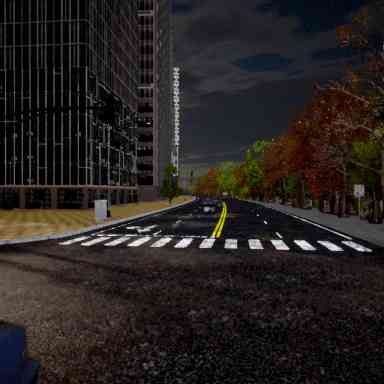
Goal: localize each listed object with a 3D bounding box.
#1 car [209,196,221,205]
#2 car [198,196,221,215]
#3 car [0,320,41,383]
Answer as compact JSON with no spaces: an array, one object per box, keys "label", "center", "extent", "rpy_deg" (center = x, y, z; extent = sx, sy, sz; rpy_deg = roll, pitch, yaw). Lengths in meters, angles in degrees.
[{"label":"car","center":[4.298,1.463,61.291],"extent":[2.128,1.511,4.902],"rpy_deg":[0,0,5]},{"label":"car","center":[1.685,1.504,34.630],"extent":[2.128,1.511,4.902],"rpy_deg":[0,0,6]},{"label":"car","center":[-2.693,1.561,0.916],"extent":[2.033,1.411,5.357],"rpy_deg":[0,0,8]}]
